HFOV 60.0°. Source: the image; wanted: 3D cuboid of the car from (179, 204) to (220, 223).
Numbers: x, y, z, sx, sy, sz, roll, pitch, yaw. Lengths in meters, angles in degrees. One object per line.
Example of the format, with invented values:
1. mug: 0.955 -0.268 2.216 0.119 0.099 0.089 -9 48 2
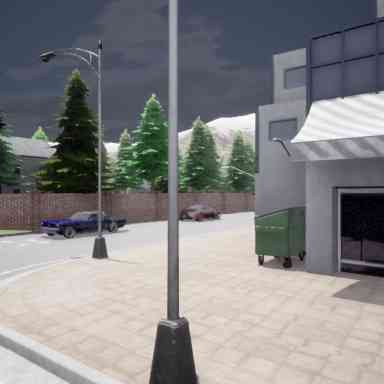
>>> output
1. car: 0.569 1.739 27.947 1.994 1.385 4.181 0 0 37

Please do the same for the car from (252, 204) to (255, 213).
1. car: 8.820 1.528 39.056 2.097 1.767 4.553 0 0 37

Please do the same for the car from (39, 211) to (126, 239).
1. car: -6.100 1.777 18.949 1.895 1.301 4.718 0 0 37
